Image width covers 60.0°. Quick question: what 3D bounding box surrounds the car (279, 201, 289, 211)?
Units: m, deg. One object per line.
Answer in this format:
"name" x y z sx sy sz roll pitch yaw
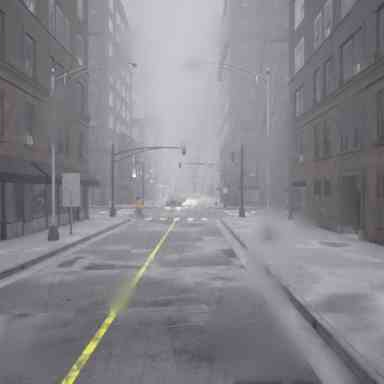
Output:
"car" 12.804 1.583 37.404 4.902 1.511 2.128 1 0 1

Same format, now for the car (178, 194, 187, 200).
"car" -2.284 1.261 84.562 2.128 1.511 4.902 0 0 0

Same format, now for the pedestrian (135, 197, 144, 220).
"pedestrian" -4.080 1.269 25.933 0.375 1.860 0.375 0 0 0

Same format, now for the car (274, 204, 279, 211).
"car" 11.998 1.647 39.993 4.206 1.307 1.802 1 0 1

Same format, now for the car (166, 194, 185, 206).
"car" -2.703 1.272 51.035 2.097 1.767 4.553 0 0 2
